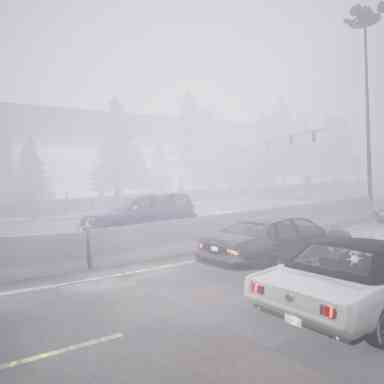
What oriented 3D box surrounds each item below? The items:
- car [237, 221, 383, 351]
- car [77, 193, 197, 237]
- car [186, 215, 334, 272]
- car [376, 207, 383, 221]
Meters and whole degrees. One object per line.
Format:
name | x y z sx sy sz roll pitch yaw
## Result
car | 3.263 1.505 6.100 4.718 1.301 1.895 -2 1 -36
car | -2.323 1.127 15.255 5.566 2.045 2.150 -2 1 -36
car | 2.612 1.400 9.940 5.357 1.411 2.033 -3 1 -36
car | 10.863 0.860 15.877 5.357 1.411 2.033 -4 2 -36
